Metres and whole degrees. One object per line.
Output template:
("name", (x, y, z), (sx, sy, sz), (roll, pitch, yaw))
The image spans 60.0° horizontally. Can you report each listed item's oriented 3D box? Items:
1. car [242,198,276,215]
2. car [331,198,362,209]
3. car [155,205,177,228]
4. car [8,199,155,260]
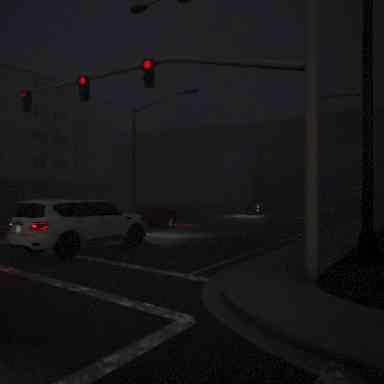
("car", (7.103, 1.409, 35.189), (2.097, 1.767, 4.553), (0, 0, 37))
("car", (21.590, 1.620, 45.904), (4.892, 1.490, 1.837), (0, 0, -15))
("car", (-2.950, 1.534, 20.734), (1.882, 1.535, 5.008), (0, 0, 34))
("car", (-4.223, 1.278, 13.177), (2.150, 2.045, 5.566), (-1, 0, 33))
